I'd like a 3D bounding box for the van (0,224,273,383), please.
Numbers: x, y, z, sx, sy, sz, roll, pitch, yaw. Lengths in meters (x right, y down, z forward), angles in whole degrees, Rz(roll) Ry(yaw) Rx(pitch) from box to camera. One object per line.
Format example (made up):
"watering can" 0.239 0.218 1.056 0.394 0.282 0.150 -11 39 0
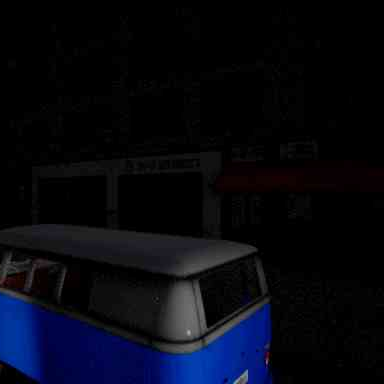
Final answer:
"van" -1.094 1.341 3.861 3.998 1.788 1.690 0 0 36
